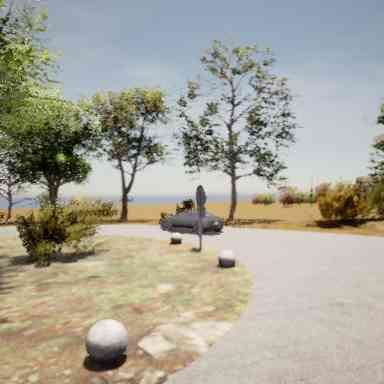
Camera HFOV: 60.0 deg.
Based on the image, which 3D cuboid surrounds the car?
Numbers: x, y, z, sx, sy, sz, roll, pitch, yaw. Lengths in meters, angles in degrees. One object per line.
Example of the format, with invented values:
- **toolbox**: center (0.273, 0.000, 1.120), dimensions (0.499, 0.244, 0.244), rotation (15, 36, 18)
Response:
- **car**: center (-0.057, 1.854, 21.139), dimensions (4.181, 1.385, 1.994), rotation (-1, -1, 41)
